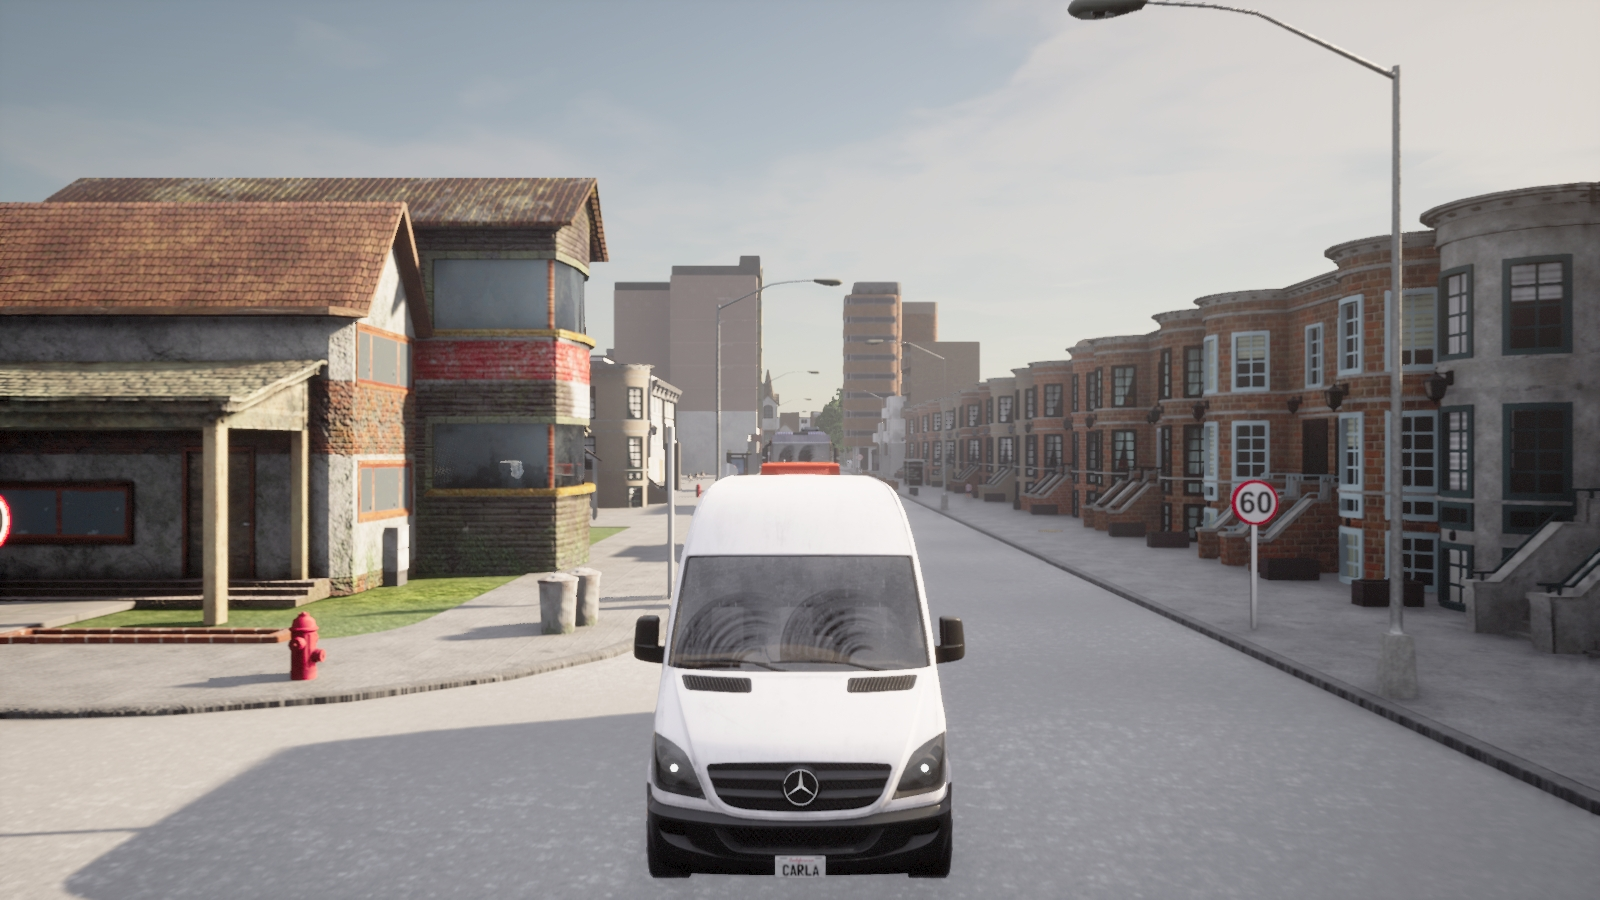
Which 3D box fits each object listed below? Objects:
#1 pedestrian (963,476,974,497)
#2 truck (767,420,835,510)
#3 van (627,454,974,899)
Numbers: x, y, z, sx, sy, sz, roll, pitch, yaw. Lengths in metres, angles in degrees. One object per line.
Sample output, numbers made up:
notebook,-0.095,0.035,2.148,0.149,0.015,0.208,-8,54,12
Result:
pedestrian,8.908,1.906,60.426,0.500,1.100,0.500,0,0,-7
truck,0.029,0.667,52.792,2.891,3.827,8.468,0,-1,0
van,0.003,1.315,9.512,1.988,2.561,5.915,0,0,0
